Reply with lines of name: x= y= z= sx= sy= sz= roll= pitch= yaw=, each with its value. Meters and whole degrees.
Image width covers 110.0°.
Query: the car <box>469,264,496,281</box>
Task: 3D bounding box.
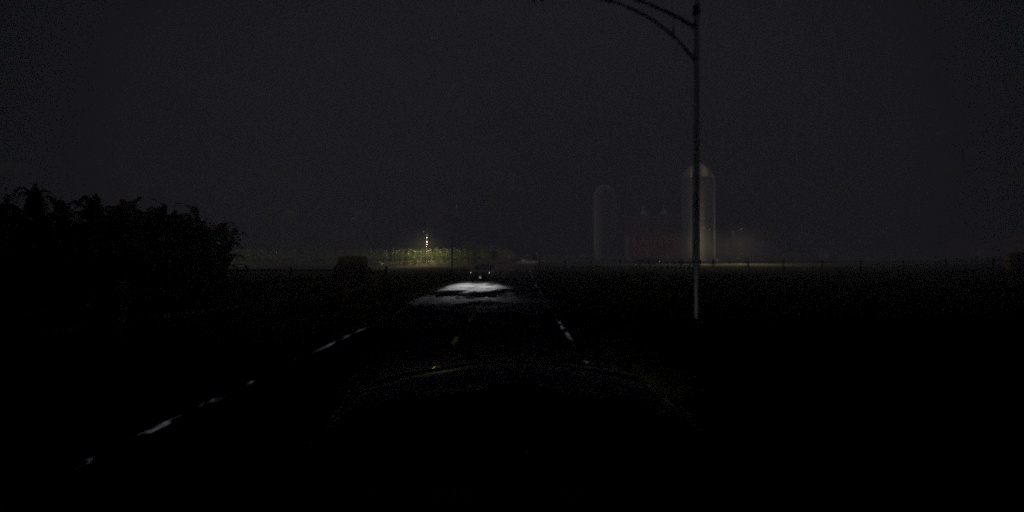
car: x=-2.414 y=1.364 z=30.011 sx=1.895 sy=1.301 sz=4.718 roll=0 pitch=0 yaw=2
